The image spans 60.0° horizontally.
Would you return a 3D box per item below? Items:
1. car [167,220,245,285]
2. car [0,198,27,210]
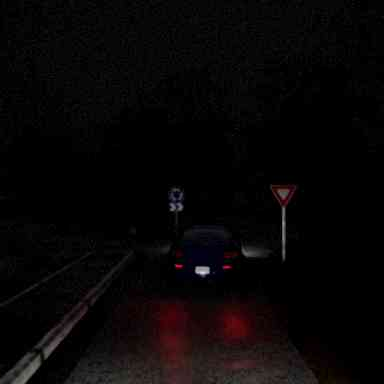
[{"bbox_3d":[0.488,1.508,9.356,1.812,1.442,4.674,0,0,7],"label":"car"},{"bbox_3d":[-21.537,1.391,38.591,4.718,1.301,1.895,4,-2,1],"label":"car"}]
